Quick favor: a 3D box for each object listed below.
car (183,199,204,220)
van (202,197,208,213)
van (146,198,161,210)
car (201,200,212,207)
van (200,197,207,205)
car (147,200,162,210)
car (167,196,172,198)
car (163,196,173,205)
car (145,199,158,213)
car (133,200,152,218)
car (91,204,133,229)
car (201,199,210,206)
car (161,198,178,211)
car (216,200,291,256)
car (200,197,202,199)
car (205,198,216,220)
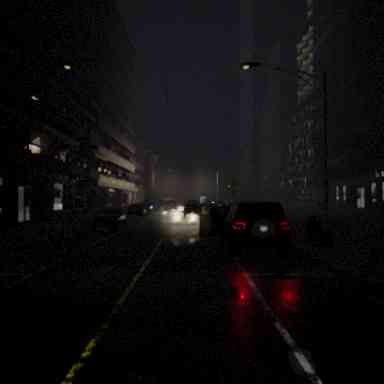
[{"bbox_3d":[0.040,1.807,35.656,1.837,1.490,4.892,0,0,0],"label":"car"},{"bbox_3d":[2.718,1.775,51.067,1.690,1.788,3.998,1,0,0],"label":"van"},{"bbox_3d":[-5.664,1.727,45.501,1.690,1.788,3.998,1,0,0],"label":"van"},{"bbox_3d":[2.717,2.111,62.203,1.802,1.307,4.206,1,0,0],"label":"car"},{"bbox_3d":[2.725,2.015,78.914,1.690,1.788,3.998,1,-1,0],"label":"van"},{"bbox_3d":[-5.665,1.958,50.898,1.752,1.417,4.829,1,0,0],"label":"car"},{"bbox_3d":[-5.661,2.101,67.607,1.752,1.417,4.829,1,0,0],"label":"car"},{"bbox_3d":[-5.655,1.989,78.917,2.192,1.841,5.009,1,0,0],"label":"car"},{"bbox_3d":[-5.669,1.889,39.929,2.008,1.369,4.403,1,0,0],"label":"car"},{"bbox_3d":[-5.670,1.857,34.359,1.947,1.339,4.313,1,0,0],"label":"car"},{"bbox_3d":[-5.673,1.741,23.220,1.887,1.381,4.507,1,0,0],"label":"car"},{"bbox_3d":[2.719,2.104,67.942,1.752,1.417,4.829,1,0,0],"label":"car"},{"bbox_3d":[-3.042,1.910,47.537,1.837,1.490,4.892,0,-1,0],"label":"car"},{"bbox_3d":[2.398,1.338,13.795,2.150,2.045,5.566,0,0,0],"label":"car"},{"bbox_3d":[0.023,1.749,46.928,2.097,1.767,4.553,0,-1,0],"label":"car"},{"bbox_3d":[2.712,1.731,34.357,1.967,1.590,4.097,1,0,0],"label":"car"}]
